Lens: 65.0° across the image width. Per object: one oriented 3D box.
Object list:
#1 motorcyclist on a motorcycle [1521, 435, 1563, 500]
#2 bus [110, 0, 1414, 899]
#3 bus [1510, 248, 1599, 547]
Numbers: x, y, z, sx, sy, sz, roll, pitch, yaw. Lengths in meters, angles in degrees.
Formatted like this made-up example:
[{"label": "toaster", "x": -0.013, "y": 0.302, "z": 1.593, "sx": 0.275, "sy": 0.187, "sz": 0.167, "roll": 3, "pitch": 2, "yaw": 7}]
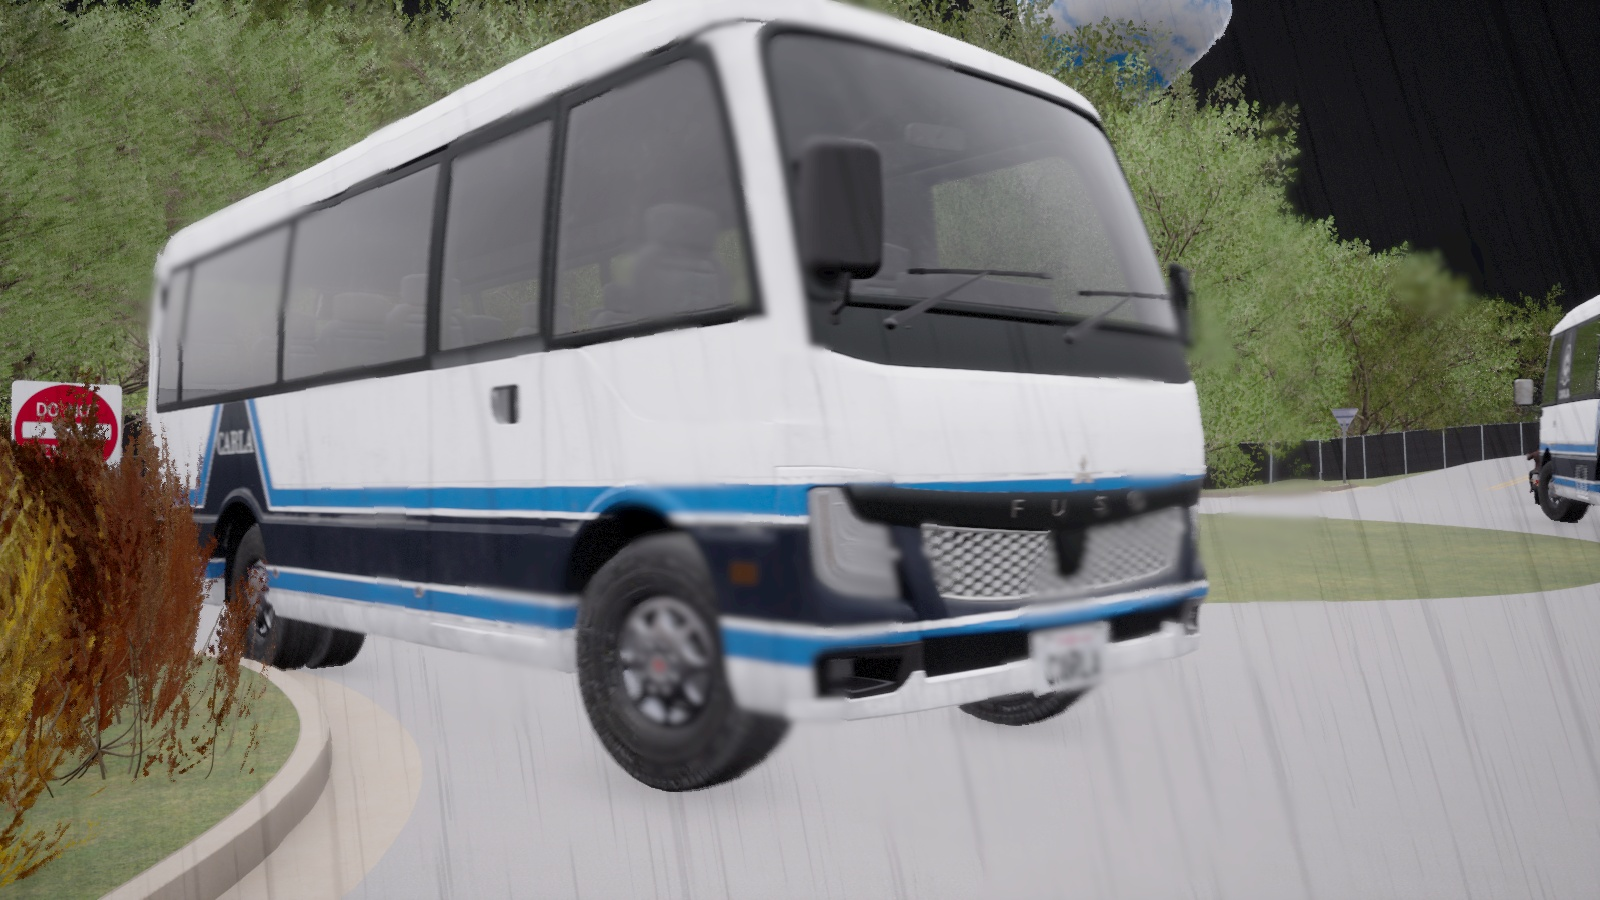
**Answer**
[{"label": "motorcyclist on a motorcycle", "x": 19.688, "y": 0.435, "z": 33.294, "sx": 0.766, "sy": 1.649, "sz": 2.350, "roll": 0, "pitch": 1, "yaw": 35}, {"label": "bus", "x": -1.583, "y": -0.318, "z": 9.429, "sx": 3.944, "sy": 4.253, "sz": 10.273, "roll": -1, "pitch": -1, "yaw": -42}, {"label": "bus", "x": 15.069, "y": -0.805, "z": 21.484, "sx": 3.944, "sy": 4.253, "sz": 10.273, "roll": 0, "pitch": 0, "yaw": 23}]
